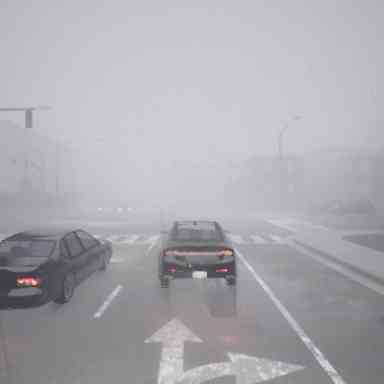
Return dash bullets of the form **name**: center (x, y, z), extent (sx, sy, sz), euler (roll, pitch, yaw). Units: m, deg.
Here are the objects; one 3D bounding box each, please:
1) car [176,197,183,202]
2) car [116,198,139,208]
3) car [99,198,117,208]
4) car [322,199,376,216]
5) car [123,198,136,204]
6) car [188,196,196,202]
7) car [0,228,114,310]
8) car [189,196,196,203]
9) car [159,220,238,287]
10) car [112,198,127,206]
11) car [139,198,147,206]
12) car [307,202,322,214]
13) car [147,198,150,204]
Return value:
- **car**: center (-3.407, 2.111, 93.045), extent (1.812, 1.442, 4.674), euler (0, 0, 0)
- **car**: center (-10.547, 1.822, 54.527), extent (1.882, 1.535, 5.008), euler (0, 0, 0)
- **car**: center (-14.030, 1.912, 55.240), extent (1.994, 1.385, 4.181), euler (0, 0, 0)
- **car**: center (16.576, 1.572, 34.828), extent (4.553, 1.767, 2.097), euler (0, 0, 0)
- **car**: center (-13.925, 2.009, 74.476), extent (2.033, 1.411, 5.357), euler (0, 0, 0)
- **car**: center (0.093, 1.941, 93.028), extent (2.097, 1.767, 4.553), euler (0, 0, 0)
- **car**: center (-3.419, 1.600, 8.184), extent (2.033, 1.411, 5.357), euler (0, 0, 0)
- **car**: center (0.083, 2.022, 82.784), extent (1.837, 1.490, 4.892), euler (0, 0, 0)
- **car**: center (0.107, 1.553, 9.499), extent (2.128, 1.511, 4.902), euler (0, 0, -1)
- **car**: center (-13.971, 1.929, 63.939), extent (1.812, 1.442, 4.674), euler (0, 0, 1)
- **car**: center (-10.475, 1.882, 64.102), extent (1.882, 1.535, 5.008), euler (0, 0, 1)
- **car**: center (15.750, 1.734, 38.329), extent (4.902, 1.511, 2.128), euler (0, 0, 0)
- **car**: center (-10.426, 2.018, 73.808), extent (1.994, 1.385, 4.181), euler (0, 0, 0)
